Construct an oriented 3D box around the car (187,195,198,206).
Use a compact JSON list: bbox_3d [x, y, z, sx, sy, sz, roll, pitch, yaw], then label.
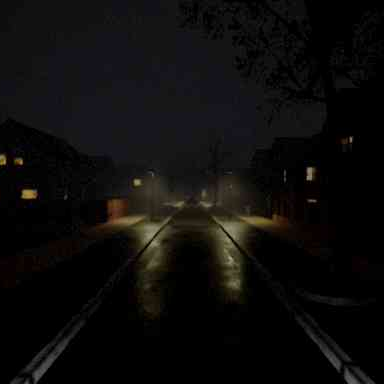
[{"bbox_3d":[0.023,1.723,61.275,1.882,1.535,5.008,0,0,0],"label":"car"}]
